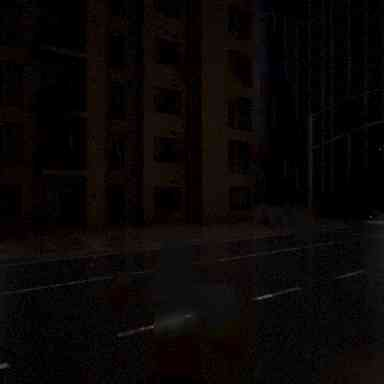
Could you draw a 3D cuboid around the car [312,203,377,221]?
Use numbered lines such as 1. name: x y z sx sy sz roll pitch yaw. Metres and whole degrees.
1. car: 12.396 1.601 27.183 1.895 1.301 4.718 0 0 -35
